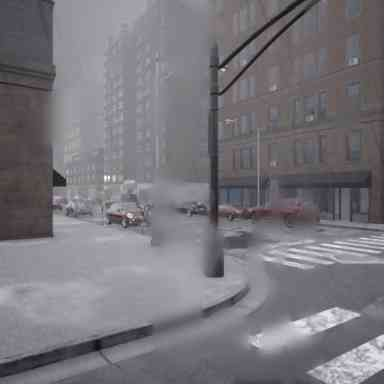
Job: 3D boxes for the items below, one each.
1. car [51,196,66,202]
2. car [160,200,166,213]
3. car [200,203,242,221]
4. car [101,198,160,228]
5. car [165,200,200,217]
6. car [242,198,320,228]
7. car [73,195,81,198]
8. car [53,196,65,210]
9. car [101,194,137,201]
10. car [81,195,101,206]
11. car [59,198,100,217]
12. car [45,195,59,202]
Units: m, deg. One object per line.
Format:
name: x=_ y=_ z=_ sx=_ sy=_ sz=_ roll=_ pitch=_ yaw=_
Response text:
car: x=-28.947 y=1.477 z=71.857 sx=2.008 sy=1.369 sz=4.403 roll=0 pitch=0 yaw=-35
car: x=-3.507 y=1.528 z=35.726 sx=2.008 sy=1.369 sz=4.403 roll=0 pitch=0 yaw=-35
car: x=2.853 y=1.571 z=26.693 sx=1.802 sy=1.307 sz=4.206 roll=0 pitch=0 yaw=-35
car: x=-4.103 y=1.429 z=21.763 sx=1.967 sy=1.590 sz=4.097 roll=0 pitch=0 yaw=-35
car: x=-0.327 y=1.549 z=31.209 sx=1.947 sy=1.339 sz=4.313 roll=0 pitch=0 yaw=-35
car: x=6.033 y=1.309 z=22.176 sx=2.192 sy=1.841 sz=5.009 roll=0 pitch=0 yaw=-35
car: x=-20.017 y=1.297 z=59.616 sx=2.097 sy=1.767 sz=4.553 roll=0 pitch=0 yaw=-35
car: x=-16.827 y=1.511 z=39.835 sx=1.887 sy=1.381 sz=4.507 roll=0 pitch=0 yaw=-35
car: x=-7.913 y=1.195 z=37.194 sx=2.150 sy=2.045 sz=5.566 roll=0 pitch=0 yaw=-35
car: x=-15.977 y=1.457 z=53.936 sx=1.837 sy=1.490 sz=4.892 roll=0 pitch=0 yaw=-35
car: x=-10.465 y=1.529 z=30.799 sx=2.008 sy=1.369 sz=4.403 roll=0 pitch=0 yaw=-35
car: x=-32.127 y=1.470 z=76.374 sx=2.008 sy=1.369 sz=4.403 roll=0 pitch=0 yaw=-35
